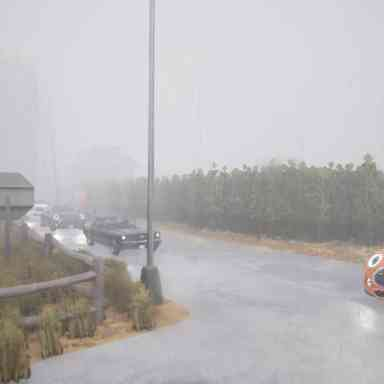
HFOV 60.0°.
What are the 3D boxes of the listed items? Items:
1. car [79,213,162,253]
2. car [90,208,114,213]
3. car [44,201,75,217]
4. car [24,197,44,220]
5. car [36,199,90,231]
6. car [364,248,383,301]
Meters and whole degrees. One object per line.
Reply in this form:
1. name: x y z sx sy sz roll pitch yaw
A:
1. car: -3.178 1.805 14.572 1.895 1.301 4.718 1 -1 -35
2. car: -7.447 1.897 26.450 1.895 1.301 4.718 1 0 -35
3. car: -14.858 1.799 37.087 2.128 1.511 4.902 1 0 -35
4. car: -14.936 1.502 31.522 2.150 2.045 5.566 1 0 -34
5. car: -8.918 1.614 22.820 2.097 1.767 4.553 1 -1 -35
6. car: 5.908 1.459 7.530 4.553 1.767 2.097 0 -1 -35
